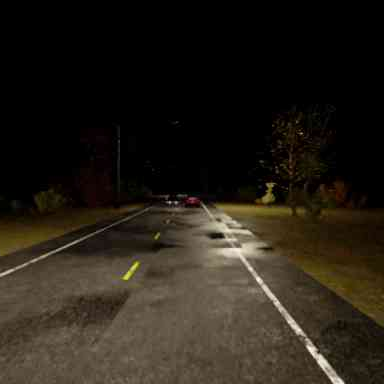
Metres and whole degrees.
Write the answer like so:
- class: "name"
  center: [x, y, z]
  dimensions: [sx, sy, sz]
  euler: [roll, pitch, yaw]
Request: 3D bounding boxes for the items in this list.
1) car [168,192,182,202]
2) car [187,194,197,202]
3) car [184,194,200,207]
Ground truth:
- class: "car"
  center: [-3.586, 1.147, 63.875]
  dimensions: [2.033, 1.411, 5.357]
  euler: [0, 0, 0]
- class: "car"
  center: [0.015, 1.092, 65.486]
  dimensions: [1.837, 1.490, 4.892]
  euler: [0, 1, 0]
- class: "car"
  center: [0.062, 1.318, 45.664]
  dimensions: [1.994, 1.385, 4.181]
  euler: [0, 1, 0]
